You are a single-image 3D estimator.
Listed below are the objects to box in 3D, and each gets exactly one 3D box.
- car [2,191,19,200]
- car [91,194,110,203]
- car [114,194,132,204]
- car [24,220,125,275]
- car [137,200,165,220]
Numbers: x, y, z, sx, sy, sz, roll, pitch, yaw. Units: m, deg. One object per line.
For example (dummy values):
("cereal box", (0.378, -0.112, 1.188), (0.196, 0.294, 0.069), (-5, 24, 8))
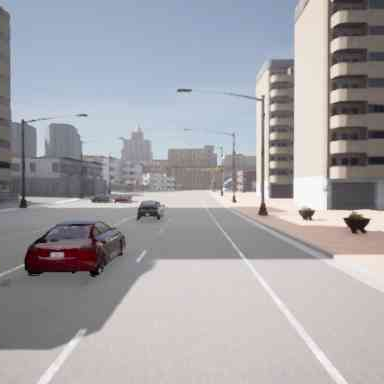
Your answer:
("car", (-29.474, 0.506, 53.307), (1.970, 1.475, 3.806), (0, 2, 0))
("car", (-14.063, 0.990, 51.257), (1.994, 1.385, 4.181), (0, 2, 0))
("car", (-10.567, 1.034, 51.097), (1.895, 1.301, 4.718), (0, 2, 0))
("car", (-3.399, 1.551, 10.390), (1.994, 1.385, 4.181), (0, 0, 0))
("car", (-3.397, 1.454, 27.807), (1.837, 1.490, 4.892), (0, 0, 0))
